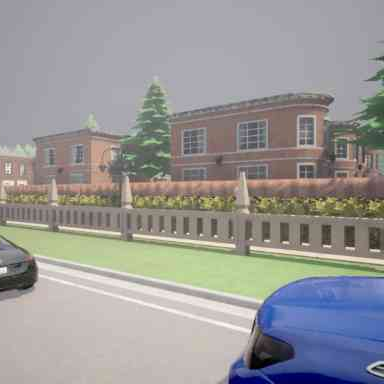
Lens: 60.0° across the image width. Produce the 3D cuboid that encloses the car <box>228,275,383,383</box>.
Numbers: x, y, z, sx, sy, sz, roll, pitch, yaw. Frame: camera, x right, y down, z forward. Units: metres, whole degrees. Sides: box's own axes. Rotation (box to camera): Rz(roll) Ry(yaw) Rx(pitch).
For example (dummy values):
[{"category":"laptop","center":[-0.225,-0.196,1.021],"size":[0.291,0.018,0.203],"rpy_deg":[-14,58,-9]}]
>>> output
[{"category":"car","center":[2.955,1.222,1.882],"size":[5.566,2.045,2.150],"rpy_deg":[0,0,36]}]

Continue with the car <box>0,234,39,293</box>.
[{"category":"car","center":[-5.506,1.564,7.877],"size":[4.181,1.385,1.994],"rpy_deg":[0,0,36]}]
